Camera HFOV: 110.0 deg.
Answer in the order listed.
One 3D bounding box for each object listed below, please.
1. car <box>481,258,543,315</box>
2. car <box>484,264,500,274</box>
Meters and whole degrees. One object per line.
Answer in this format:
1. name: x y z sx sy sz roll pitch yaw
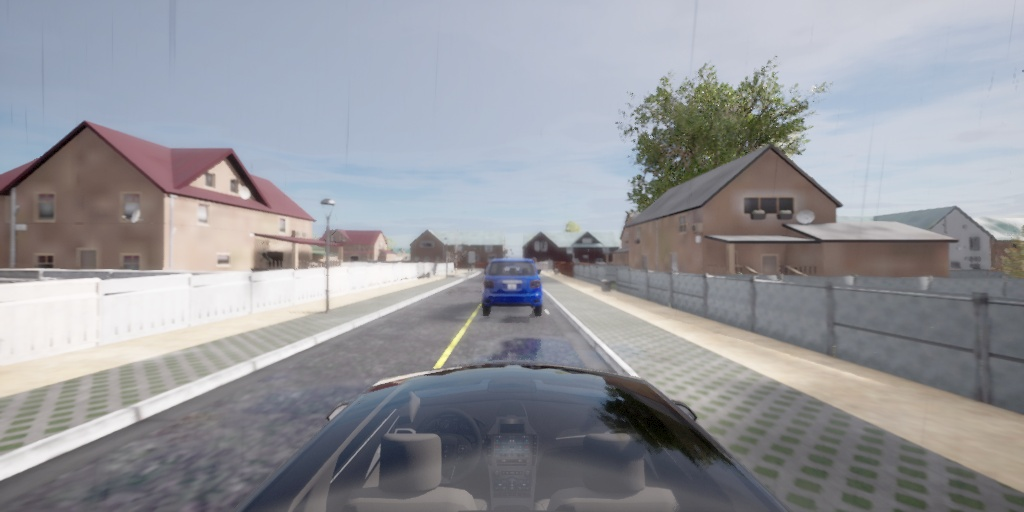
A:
1. car: 0.019 1.109 14.421 2.150 2.045 5.566 0 0 0
2. car: -2.746 1.827 50.540 1.994 1.385 4.181 0 -1 0
